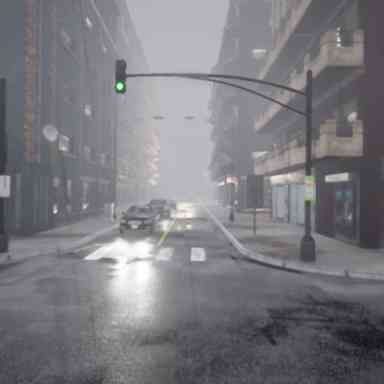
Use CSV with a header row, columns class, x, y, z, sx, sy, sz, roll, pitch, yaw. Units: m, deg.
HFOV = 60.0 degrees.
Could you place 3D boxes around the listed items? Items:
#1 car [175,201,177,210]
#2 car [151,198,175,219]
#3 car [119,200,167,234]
class,x,y,z,sx,sy,sz,roll,pitch,yaw
car,-2.927,1.566,42.148,1.994,1.385,4.181,1,0,0
car,-2.905,1.342,28.963,2.097,1.767,4.553,1,0,0
car,-2.882,1.476,19.129,2.128,1.511,4.902,1,0,0
